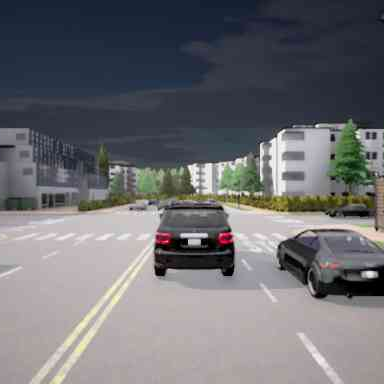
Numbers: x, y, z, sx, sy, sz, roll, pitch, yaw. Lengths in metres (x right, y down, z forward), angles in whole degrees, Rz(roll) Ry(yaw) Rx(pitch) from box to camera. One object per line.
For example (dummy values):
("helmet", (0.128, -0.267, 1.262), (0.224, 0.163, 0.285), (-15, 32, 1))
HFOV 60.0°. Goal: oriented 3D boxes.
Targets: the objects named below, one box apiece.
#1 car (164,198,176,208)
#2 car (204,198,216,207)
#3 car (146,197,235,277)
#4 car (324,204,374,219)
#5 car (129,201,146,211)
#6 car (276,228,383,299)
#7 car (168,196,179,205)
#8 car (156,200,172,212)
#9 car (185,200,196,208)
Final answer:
("car", (-3.935, 1.930, 58.988), (1.837, 1.490, 4.892), (0, 0, 0))
("car", (3.218, 1.922, 61.356), (1.882, 1.535, 5.008), (0, 0, -1))
("car", (0.067, 1.301, 10.659), (2.150, 2.045, 5.566), (0, 0, 0))
("car", (14.829, 1.808, 30.768), (4.718, 1.301, 1.895), (0, 0, -1))
("car", (-7.351, 1.930, 45.475), (1.895, 1.301, 4.718), (0, 0, 1))
("car", (3.561, 1.628, 8.650), (1.994, 1.385, 4.181), (0, 0, 0))
("car", (-4.069, 1.891, 73.991), (2.097, 1.767, 4.553), (0, 0, -1))
("car", (-3.768, 1.833, 45.506), (1.837, 1.490, 4.892), (0, 0, -2))
("car", (-0.250, 2.023, 58.260), (1.895, 1.301, 4.718), (0, 0, -1))
